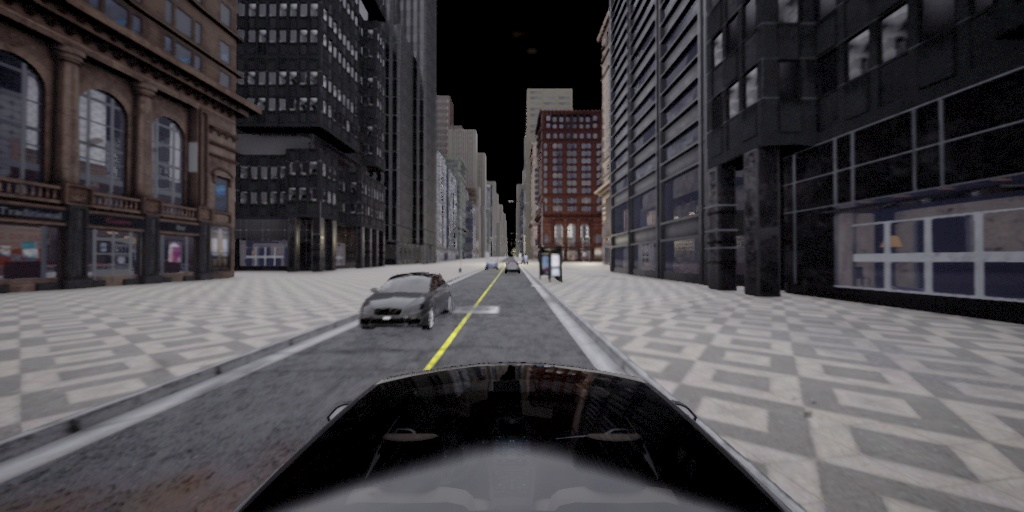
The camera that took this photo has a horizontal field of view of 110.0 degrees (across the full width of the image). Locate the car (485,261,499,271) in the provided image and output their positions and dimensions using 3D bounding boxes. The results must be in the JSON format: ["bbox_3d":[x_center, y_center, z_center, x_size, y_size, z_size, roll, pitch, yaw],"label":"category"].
[{"bbox_3d":[-3.038,1.436,54.195,1.812,1.442,4.674,0,0,0],"label":"car"}]

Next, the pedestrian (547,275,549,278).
[{"bbox_3d":[3.143,0.992,31.021,0.375,1.860,0.375,1,-1,-10],"label":"pedestrian"}]

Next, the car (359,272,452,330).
[{"bbox_3d":[-3.096,1.289,11.306,1.837,1.490,4.892,0,0,0],"label":"car"}]

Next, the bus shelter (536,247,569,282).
[{"bbox_3d":[3.142,0.718,28.447,1.920,2.740,3.880,0,0,0],"label":"bus shelter"}]

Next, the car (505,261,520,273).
[{"bbox_3d":[0.077,1.456,46.109,1.994,1.385,4.181,0,0,0],"label":"car"}]
